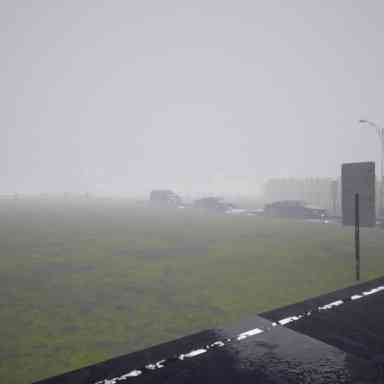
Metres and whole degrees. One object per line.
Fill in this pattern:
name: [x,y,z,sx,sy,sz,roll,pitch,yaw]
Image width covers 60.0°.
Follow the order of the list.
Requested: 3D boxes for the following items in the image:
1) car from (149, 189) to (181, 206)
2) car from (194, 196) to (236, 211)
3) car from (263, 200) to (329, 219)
car: [-3.645,0.695,44.060,2.150,2.045,5.566,-1,1,-35]
car: [2.345,1.177,35.660,2.033,1.411,5.357,-1,1,-36]
car: [8.324,1.330,27.295,2.033,1.411,5.357,-1,1,-36]
